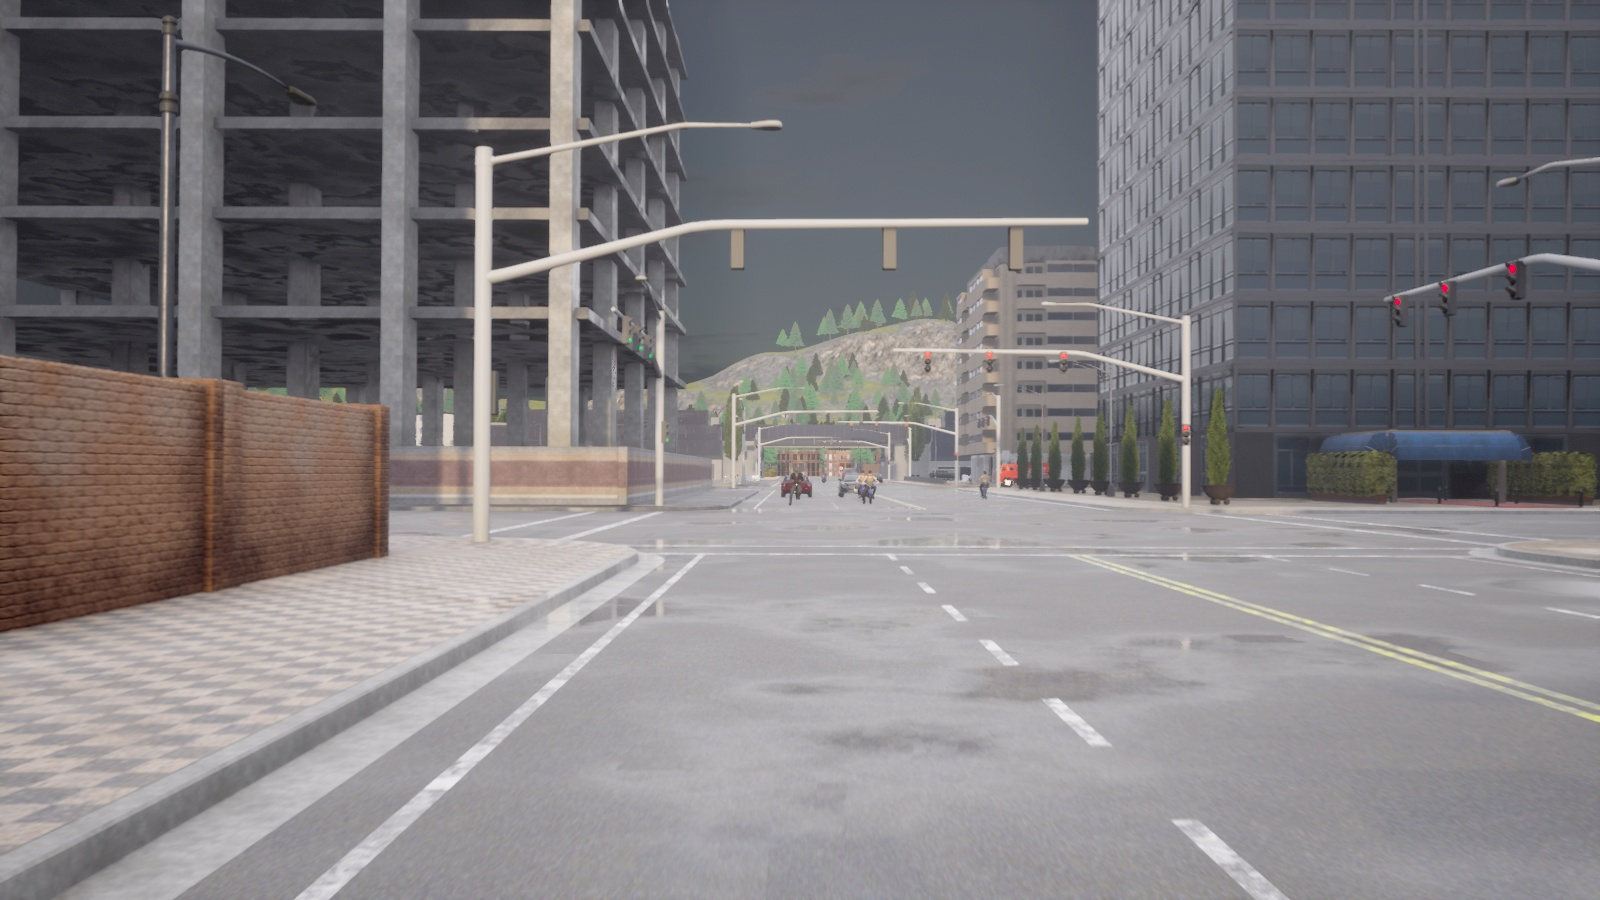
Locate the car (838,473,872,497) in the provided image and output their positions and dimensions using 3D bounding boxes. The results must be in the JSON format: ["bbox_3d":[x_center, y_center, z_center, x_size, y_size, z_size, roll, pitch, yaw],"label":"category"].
[{"bbox_3d":[3.316,2.102,76.134,1.812,1.442,4.674,0,-1,0],"label":"car"}]

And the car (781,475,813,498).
[{"bbox_3d":[-0.182,2.179,75.439,1.895,1.301,4.718,0,-1,0],"label":"car"}]
